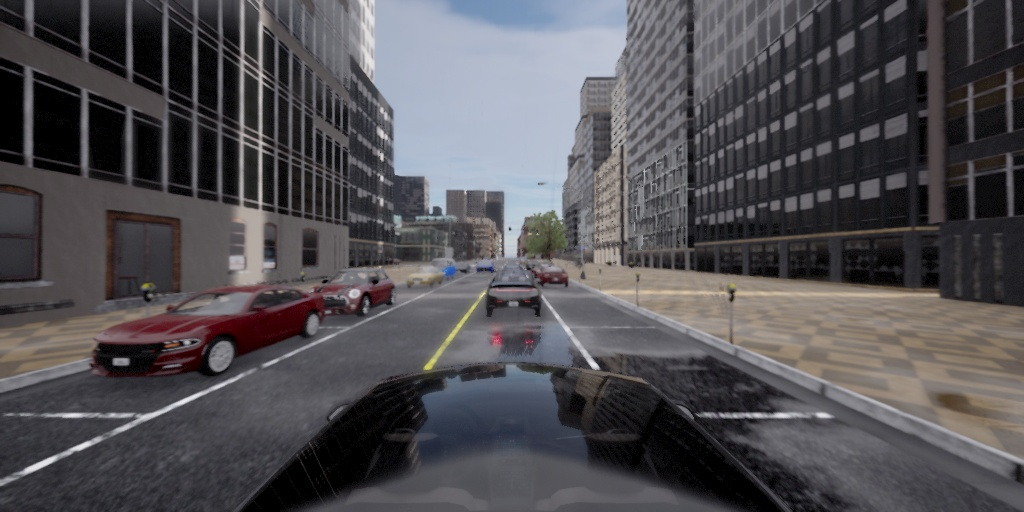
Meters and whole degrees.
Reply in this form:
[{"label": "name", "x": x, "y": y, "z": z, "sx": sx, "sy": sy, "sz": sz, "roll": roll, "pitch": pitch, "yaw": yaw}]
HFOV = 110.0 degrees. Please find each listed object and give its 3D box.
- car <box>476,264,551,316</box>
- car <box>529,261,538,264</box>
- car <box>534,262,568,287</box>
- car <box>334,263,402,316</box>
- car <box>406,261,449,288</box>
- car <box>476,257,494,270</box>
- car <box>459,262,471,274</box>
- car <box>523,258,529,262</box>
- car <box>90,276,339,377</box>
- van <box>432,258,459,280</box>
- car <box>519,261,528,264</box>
[{"label": "car", "x": 0.065, "y": 1.240, "z": 13.279, "sx": 2.128, "sy": 1.511, "sz": 4.902, "roll": 0, "pitch": 0, "yaw": 0}, {"label": "car", "x": 2.681, "y": 1.184, "z": 29.625, "sx": 1.967, "sy": 1.591, "sz": 4.097, "roll": 0, "pitch": 0, "yaw": 0}, {"label": "car", "x": 2.683, "y": 1.291, "z": 24.086, "sx": 1.888, "sy": 1.381, "sz": 4.507, "roll": 0, "pitch": 0, "yaw": 0}, {"label": "car", "x": -5.694, "y": 1.188, "z": 13.005, "sx": 1.967, "sy": 1.591, "sz": 4.097, "roll": 0, "pitch": 0, "yaw": 0}, {"label": "car", "x": -5.698, "y": 1.271, "z": 23.913, "sx": 1.751, "sy": 1.417, "sz": 4.829, "roll": 0, "pitch": 0, "yaw": 0}, {"label": "car", "x": -3.093, "y": 1.220, "z": 42.117, "sx": 1.882, "sy": 1.535, "sz": 5.008, "roll": 0, "pitch": 0, "yaw": 0}, {"label": "car", "x": -5.703, "y": 1.308, "z": 40.700, "sx": 1.948, "sy": 1.339, "sz": 4.313, "roll": 0, "pitch": 0, "yaw": 0}, {"label": "car", "x": 2.675, "y": 1.307, "z": 46.243, "sx": 1.948, "sy": 1.339, "sz": 4.313, "roll": 0, "pitch": 0, "yaw": 0}, {"label": "car", "x": -5.692, "y": 1.294, "z": 7.465, "sx": 1.888, "sy": 1.381, "sz": 4.507, "roll": 0, "pitch": 0, "yaw": 0}, {"label": "van", "x": -5.699, "y": 1.085, "z": 29.622, "sx": 1.690, "sy": 1.789, "sz": 3.998, "roll": 0, "pitch": 0, "yaw": 0}, {"label": "car", "x": 0.063, "y": 1.308, "z": 28.810, "sx": 1.994, "sy": 1.385, "sz": 4.181, "roll": 0, "pitch": 0, "yaw": 0}]
